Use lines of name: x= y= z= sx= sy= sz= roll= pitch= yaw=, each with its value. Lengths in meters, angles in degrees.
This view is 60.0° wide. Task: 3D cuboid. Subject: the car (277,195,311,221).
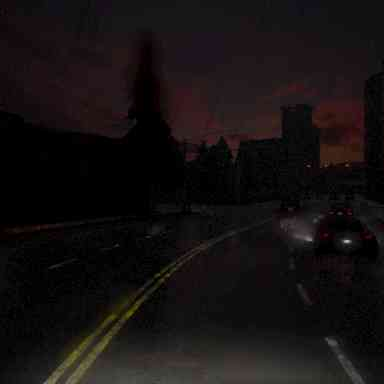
car: x=8.362 y=1.364 z=27.270 sx=2.097 sy=1.767 sz=4.553 roll=0 pitch=0 yaw=25

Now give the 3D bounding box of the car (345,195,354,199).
car: x=38.002 y=1.352 z=80.253 sx=1.882 sy=1.535 sz=5.008 roll=0 pitch=0 yaw=26

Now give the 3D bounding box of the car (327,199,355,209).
car: x=11.546 y=1.561 z=25.815 sx=2.033 sy=1.411 sz=5.357 roll=0 pitch=0 yaw=25

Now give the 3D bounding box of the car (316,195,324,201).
car: x=33.679 y=1.518 z=87.443 sx=2.128 sy=1.511 sz=4.902 roll=0 pitch=0 yaw=26

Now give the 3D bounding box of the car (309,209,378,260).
car: x=5.655 y=1.570 z=12.650 sx=1.994 sy=1.385 sz=4.181 roll=0 pitch=0 yaw=19

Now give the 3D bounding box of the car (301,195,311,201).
car: x=30.520 y=1.470 z=88.951 sx=1.882 sy=1.535 sz=5.008 roll=0 pitch=0 yaw=26

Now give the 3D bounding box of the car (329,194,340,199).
car: x=34.832 y=1.230 z=81.737 sx=2.097 sy=1.767 sz=4.553 roll=0 pitch=0 yaw=26
